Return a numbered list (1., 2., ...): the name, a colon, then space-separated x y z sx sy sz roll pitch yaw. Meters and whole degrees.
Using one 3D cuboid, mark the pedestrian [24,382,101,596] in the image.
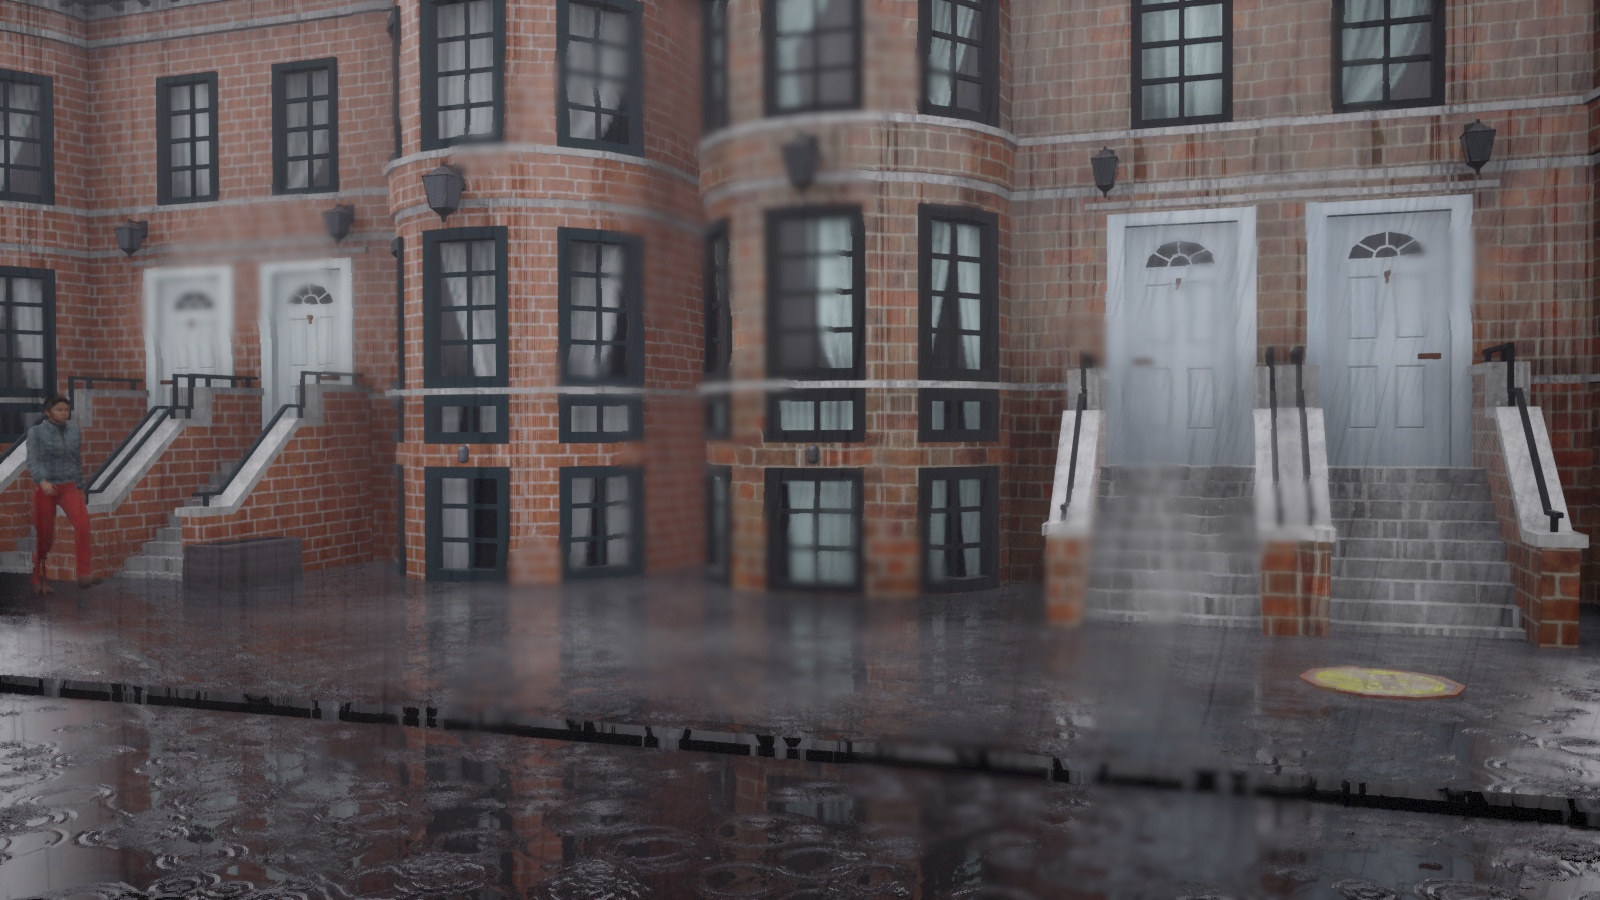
1. pedestrian: -6.547 0.333 11.149 0.614 1.847 0.353 1 1 35
